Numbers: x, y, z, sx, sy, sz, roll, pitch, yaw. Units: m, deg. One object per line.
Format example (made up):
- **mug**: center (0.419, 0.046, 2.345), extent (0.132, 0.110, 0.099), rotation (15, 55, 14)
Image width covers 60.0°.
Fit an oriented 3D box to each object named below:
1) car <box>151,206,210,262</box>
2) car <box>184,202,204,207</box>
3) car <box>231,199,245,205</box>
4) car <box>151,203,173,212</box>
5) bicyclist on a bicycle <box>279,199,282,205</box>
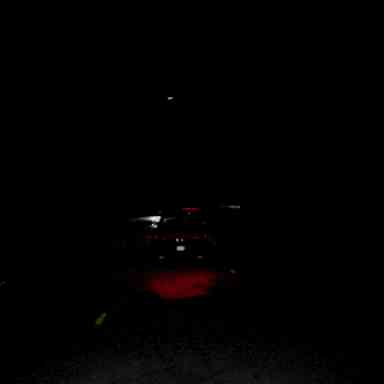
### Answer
- **car**: center (-0.462, 1.535, 12.423), extent (1.882, 1.535, 5.008), rotation (0, 0, -3)
- **car**: center (0.113, 1.785, 33.759), extent (1.837, 1.490, 4.892), rotation (0, -1, 6)
- **car**: center (10.210, 2.274, 74.088), extent (1.895, 1.301, 4.718), rotation (2, 0, 28)
- **car**: center (-2.925, 1.834, 34.981), extent (1.994, 1.385, 4.181), rotation (0, -1, 8)
- **bicyclist on a bicycle**: center (22.840, 2.660, 85.799), extent (0.582, 1.620, 1.656), rotation (3, 0, 39)
